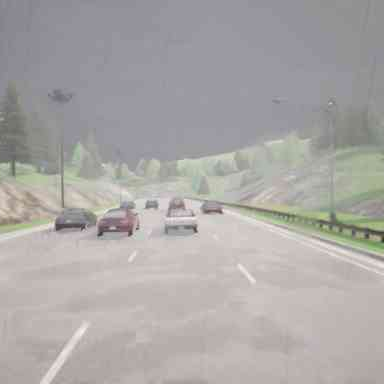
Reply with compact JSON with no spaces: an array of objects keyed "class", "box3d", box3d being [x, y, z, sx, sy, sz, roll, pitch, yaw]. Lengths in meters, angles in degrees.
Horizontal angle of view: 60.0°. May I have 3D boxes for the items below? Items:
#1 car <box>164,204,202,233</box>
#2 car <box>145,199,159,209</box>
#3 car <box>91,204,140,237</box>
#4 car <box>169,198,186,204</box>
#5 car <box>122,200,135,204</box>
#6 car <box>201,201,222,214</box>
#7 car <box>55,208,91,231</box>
[{"class":"car","box3d":[-0.674,1.669,20.220,1.895,1.301,4.718,-1,0,-3]},{"class":"car","box3d":[-6.011,1.755,50.457,2.128,1.511,4.902,-1,0,-5]},{"class":"car","box3d":[-4.128,1.666,19.142,1.812,1.442,4.674,-1,0,-3]},{"class":"car","box3d":[-1.934,1.506,42.942,2.097,1.767,4.553,-1,0,-4]},{"class":"car","box3d":[-9.444,1.900,49.470,1.994,1.385,4.181,-1,0,-5]},{"class":"car","box3d":[2.060,1.613,35.748,1.994,1.385,4.181,-1,0,-3]},{"class":"car","box3d":[-7.799,1.794,22.799,1.994,1.385,4.181,-1,0,-3]}]
